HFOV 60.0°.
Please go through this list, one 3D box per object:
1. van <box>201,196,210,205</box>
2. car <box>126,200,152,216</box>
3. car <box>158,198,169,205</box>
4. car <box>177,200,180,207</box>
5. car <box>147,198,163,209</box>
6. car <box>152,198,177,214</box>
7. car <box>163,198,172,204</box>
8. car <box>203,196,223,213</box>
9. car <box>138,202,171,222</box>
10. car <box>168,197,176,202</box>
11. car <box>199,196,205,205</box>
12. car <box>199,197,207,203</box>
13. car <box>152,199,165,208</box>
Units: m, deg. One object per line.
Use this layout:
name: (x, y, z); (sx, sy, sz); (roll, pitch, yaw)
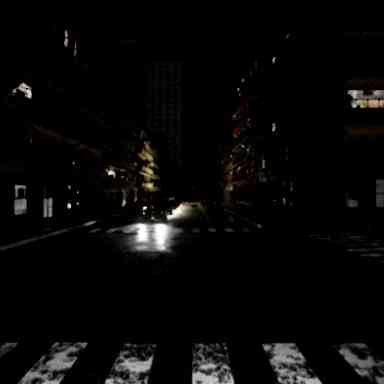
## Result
van: (2.681, 1.746, 67.630); (1.690, 1.788, 3.998); (-1, 0, 0)
car: (-5.697, 1.749, 34.468); (2.008, 1.369, 4.403); (-1, 0, 0)
car: (-5.698, 1.930, 67.465); (1.752, 1.417, 4.829); (-1, 0, 0)
car: (-3.080, 1.877, 47.208); (1.895, 1.301, 4.718); (0, 0, 0)
car: (-5.699, 1.741, 51.052); (1.967, 1.590, 4.097); (-1, 0, 0)
car: (-3.097, 1.724, 37.871); (1.837, 1.490, 4.892); (0, 0, 0)
car: (-5.697, 2.061, 78.690); (1.802, 1.307, 4.206); (-1, 0, 0)
car: (2.681, 1.672, 39.991); (1.967, 1.590, 4.097); (-1, 0, 0)
car: (-3.100, 1.763, 28.535); (1.895, 1.301, 4.718); (0, 0, 0)
car: (-5.697, 2.142, 95.273); (2.008, 1.369, 4.403); (-1, 0, 0)
car: (2.683, 1.885, 56.573); (2.008, 1.369, 4.403); (-1, 0, 0)
car: (2.683, 2.060, 84.213); (1.887, 1.381, 4.507); (-1, 0, 0)
car: (-5.698, 1.917, 56.579); (1.802, 1.307, 4.206); (-1, 0, 0)
